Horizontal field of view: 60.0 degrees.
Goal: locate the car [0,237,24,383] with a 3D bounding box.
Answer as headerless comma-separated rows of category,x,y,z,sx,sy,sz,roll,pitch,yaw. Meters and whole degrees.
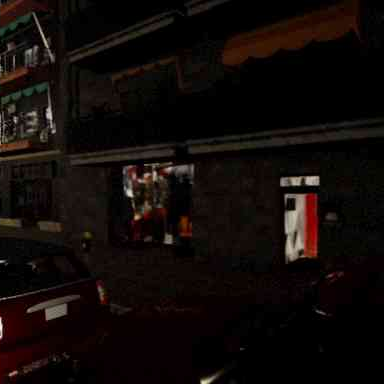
car,-3.152,1.401,4.986,4.097,1.590,1.967,0,-1,36

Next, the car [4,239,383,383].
car,1.379,1.316,1.756,5.009,1.841,2.192,1,-1,36
